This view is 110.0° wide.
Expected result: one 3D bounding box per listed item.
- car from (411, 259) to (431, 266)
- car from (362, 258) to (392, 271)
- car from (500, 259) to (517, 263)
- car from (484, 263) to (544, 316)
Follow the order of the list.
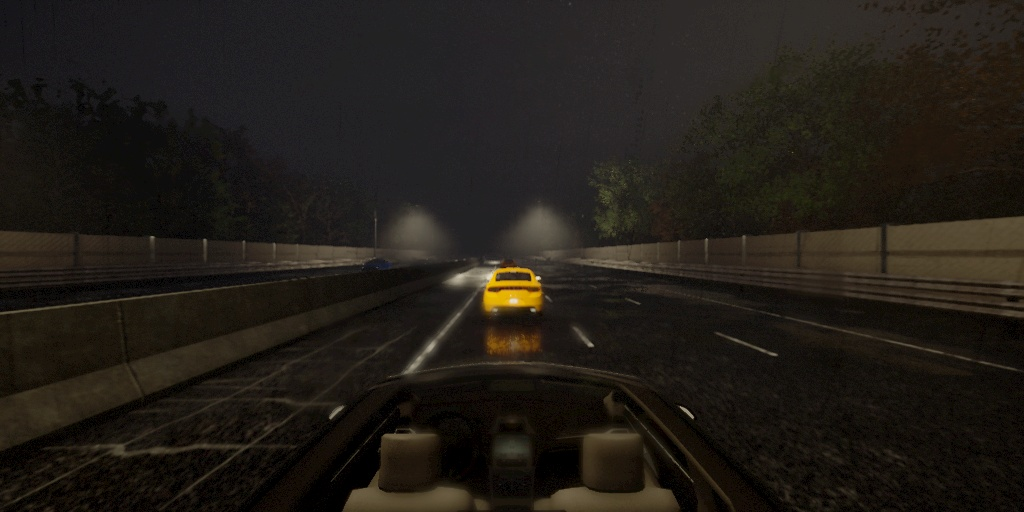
[{"bbox_3d":[-11.105,1.118,43.999,1.812,1.442,4.674,0,0,-1],"label":"car"},{"bbox_3d":[-14.493,1.091,38.687,1.882,1.535,5.008,0,0,-1],"label":"car"},{"bbox_3d":[-0.432,1.071,44.026,1.882,1.535,5.008,0,0,-1],"label":"car"},{"bbox_3d":[0.050,1.185,13.189,1.882,1.535,5.008,0,0,0],"label":"car"}]
